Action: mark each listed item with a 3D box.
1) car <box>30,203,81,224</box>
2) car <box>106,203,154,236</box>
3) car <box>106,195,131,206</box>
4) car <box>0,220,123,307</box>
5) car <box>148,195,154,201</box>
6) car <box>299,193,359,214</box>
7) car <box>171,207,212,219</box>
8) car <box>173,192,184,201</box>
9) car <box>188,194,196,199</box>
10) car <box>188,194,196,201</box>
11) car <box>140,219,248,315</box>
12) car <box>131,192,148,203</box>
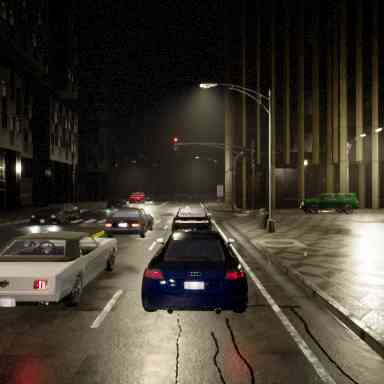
[{"bbox_3d":[-9.859,1.521,24.561,2.033,1.411,5.357,0,0,0],"label":"car"},{"bbox_3d":[-3.158,1.533,17.493,2.033,1.411,5.357,0,0,0],"label":"car"},{"bbox_3d":[-9.866,1.472,43.955,2.033,1.411,5.357,0,0,0],"label":"car"},{"bbox_3d":[-3.151,1.597,7.902,1.895,1.301,4.718,0,0,0],"label":"car"},{"bbox_3d":[-9.778,1.327,75.884,2.128,1.511,4.902,0,0,0],"label":"car"},{"bbox_3d":[13.556,1.113,33.029,5.566,2.045,2.150,0,0,2],"label":"car"},{"bbox_3d":[-0.007,1.478,16.556,2.128,1.511,4.902,0,0,0],"label":"car"},{"bbox_3d":[-3.277,1.302,75.033,1.837,1.490,4.892,0,0,0],"label":"car"},{"bbox_3d":[-0.031,1.199,85.485,1.895,1.301,4.718,0,0,0],"label":"car"},{"bbox_3d":[-0.027,1.342,75.033,2.033,1.411,5.357,0,0,0],"label":"car"},{"bbox_3d":[0.083,1.561,7.682,1.994,1.385,4.181,0,0,1],"label":"car"},{"bbox_3d":[-9.844,1.087,60.270,2.150,2.045,5.566,0,0,0],"label":"car"}]
